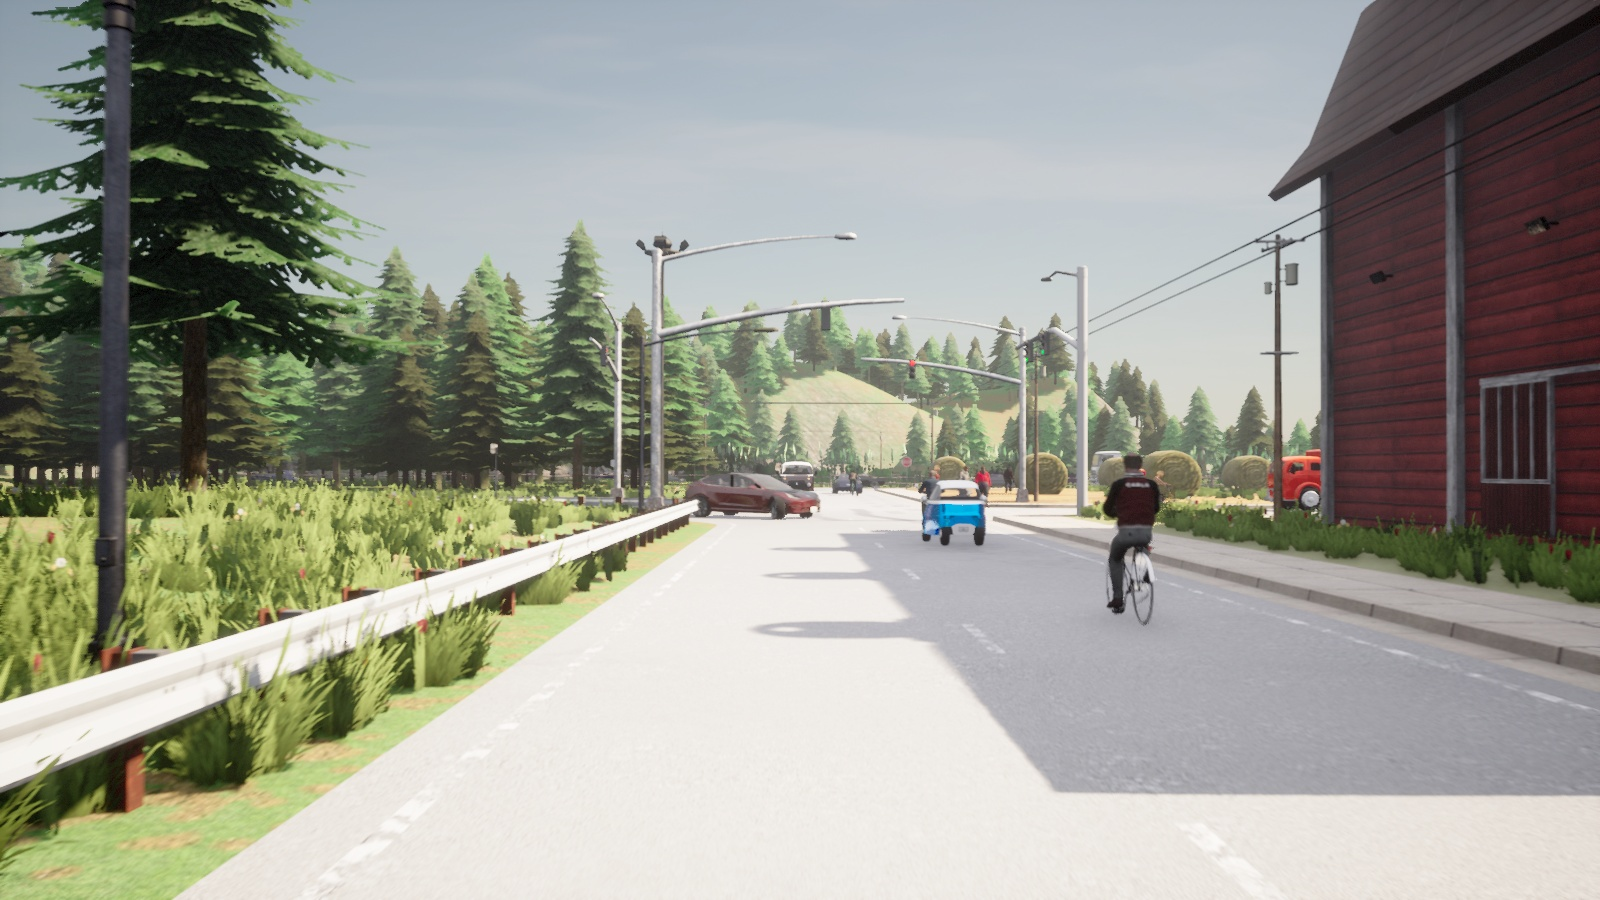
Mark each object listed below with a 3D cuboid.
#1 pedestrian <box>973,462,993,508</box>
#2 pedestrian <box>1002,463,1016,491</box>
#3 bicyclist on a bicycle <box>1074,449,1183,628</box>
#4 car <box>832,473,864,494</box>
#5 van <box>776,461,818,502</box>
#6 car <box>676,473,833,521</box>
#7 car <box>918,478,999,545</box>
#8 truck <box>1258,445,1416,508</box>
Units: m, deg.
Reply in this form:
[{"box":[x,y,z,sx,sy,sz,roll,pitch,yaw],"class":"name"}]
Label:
[{"box":[7.463,1.412,51.153,0.634,1.844,0.899,0,-1,-3],"class":"pedestrian"},{"box":[13.546,1.748,81.342,0.634,1.844,0.899,-1,-1,25],"class":"pedestrian"},{"box":[3.467,0.895,13.405,0.659,1.776,1.843,0,-1,0],"class":"bicyclist on a bicycle"},{"box":[3.289,2.314,86.948,1.994,1.385,4.181,0,-1,0],"class":"car"},{"box":[-0.158,1.614,64.534,2.069,2.038,4.480,0,-1,0],"class":"van"},{"box":[-1.526,1.495,41.235,4.792,1.488,2.163,-1,-1,34],"class":"car"},{"box":[3.433,1.313,27.465,1.481,1.376,2.207,0,-1,0],"class":"car"},{"box":[21.527,1.053,50.510,5.204,2.467,2.627,0,-1,-1],"class":"truck"}]
